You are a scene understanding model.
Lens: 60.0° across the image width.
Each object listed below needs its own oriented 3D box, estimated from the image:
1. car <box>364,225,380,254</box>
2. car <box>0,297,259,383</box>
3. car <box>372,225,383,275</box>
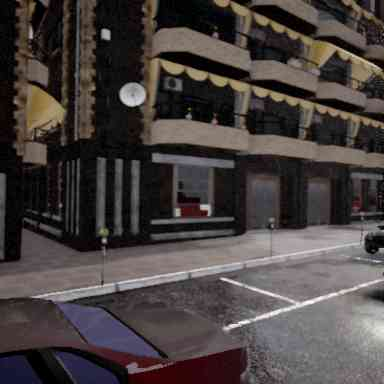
[{"bbox_3d":[8.193,1.594,12.374,4.313,1.339,1.947,0,1,-35],"label":"car"},{"bbox_3d":[-1.952,1.546,1.979,5.357,1.411,2.033,0,0,-35],"label":"car"},{"bbox_3d":[6.488,1.546,7.987,4.674,1.442,1.812,0,0,-35],"label":"car"}]
